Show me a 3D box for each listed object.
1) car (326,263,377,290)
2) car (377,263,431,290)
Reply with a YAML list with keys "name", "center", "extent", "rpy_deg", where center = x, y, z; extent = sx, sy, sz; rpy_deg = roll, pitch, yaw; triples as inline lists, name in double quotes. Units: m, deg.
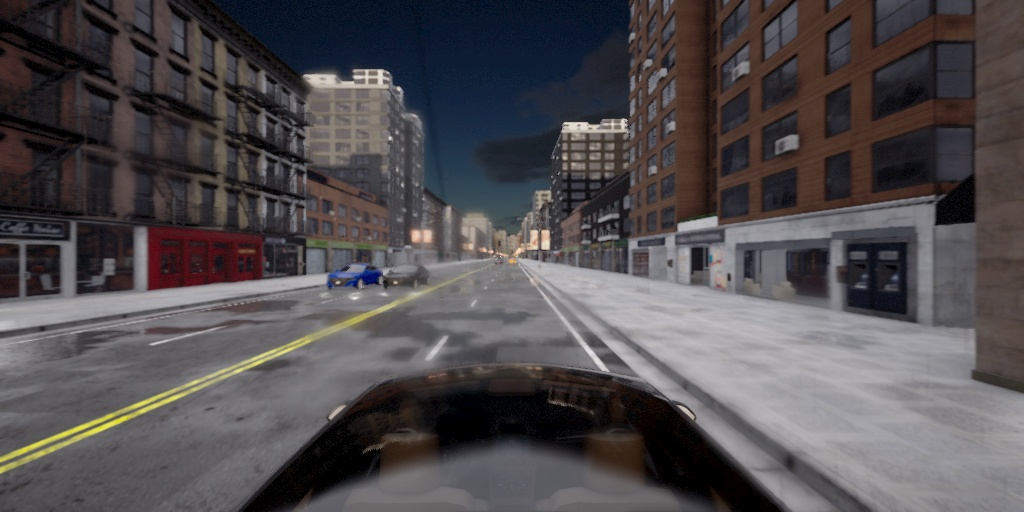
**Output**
- name: "car"
  center: [-9.762, 1.232, 22.674]
  extent: [1.882, 1.535, 5.008]
  rpy_deg: [0, 0, 1]
- name: "car"
  center: [-6.513, 1.234, 22.657]
  extent: [1.882, 1.535, 5.008]
  rpy_deg: [0, 0, 0]
